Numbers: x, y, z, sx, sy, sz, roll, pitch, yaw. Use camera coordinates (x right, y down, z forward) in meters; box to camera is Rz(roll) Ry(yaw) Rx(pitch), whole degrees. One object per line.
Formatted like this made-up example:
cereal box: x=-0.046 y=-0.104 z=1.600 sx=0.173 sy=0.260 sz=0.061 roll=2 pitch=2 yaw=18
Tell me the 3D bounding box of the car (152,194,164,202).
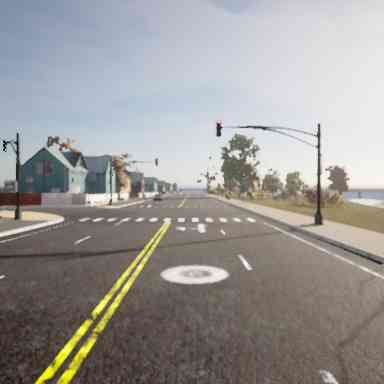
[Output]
car: x=-6.479 y=1.088 z=64.542 sx=2.033 sy=1.411 sz=5.357 roll=0 pitch=0 yaw=0
